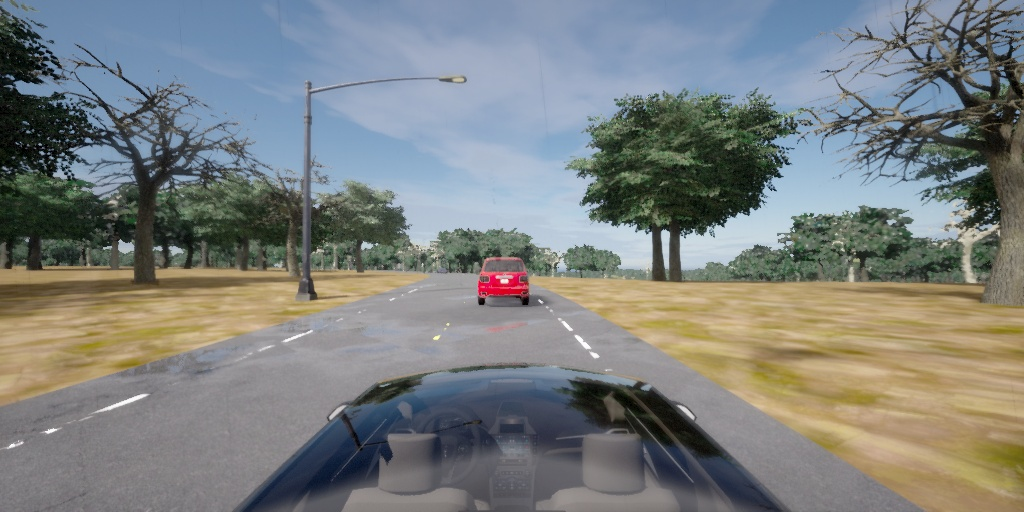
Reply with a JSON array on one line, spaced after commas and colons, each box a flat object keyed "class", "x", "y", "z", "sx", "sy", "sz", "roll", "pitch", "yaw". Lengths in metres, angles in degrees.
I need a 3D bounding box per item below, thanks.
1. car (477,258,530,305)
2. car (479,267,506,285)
[{"class": "car", "x": -0.453, "y": 1.101, "z": 16.672, "sx": 2.150, "sy": 2.045, "sz": 5.566, "roll": 0, "pitch": -1, "yaw": -3}, {"class": "car", "x": -1.801, "y": 1.669, "z": 31.686, "sx": 2.033, "sy": 1.411, "sz": 5.357, "roll": 0, "pitch": -1, "yaw": -7}]
